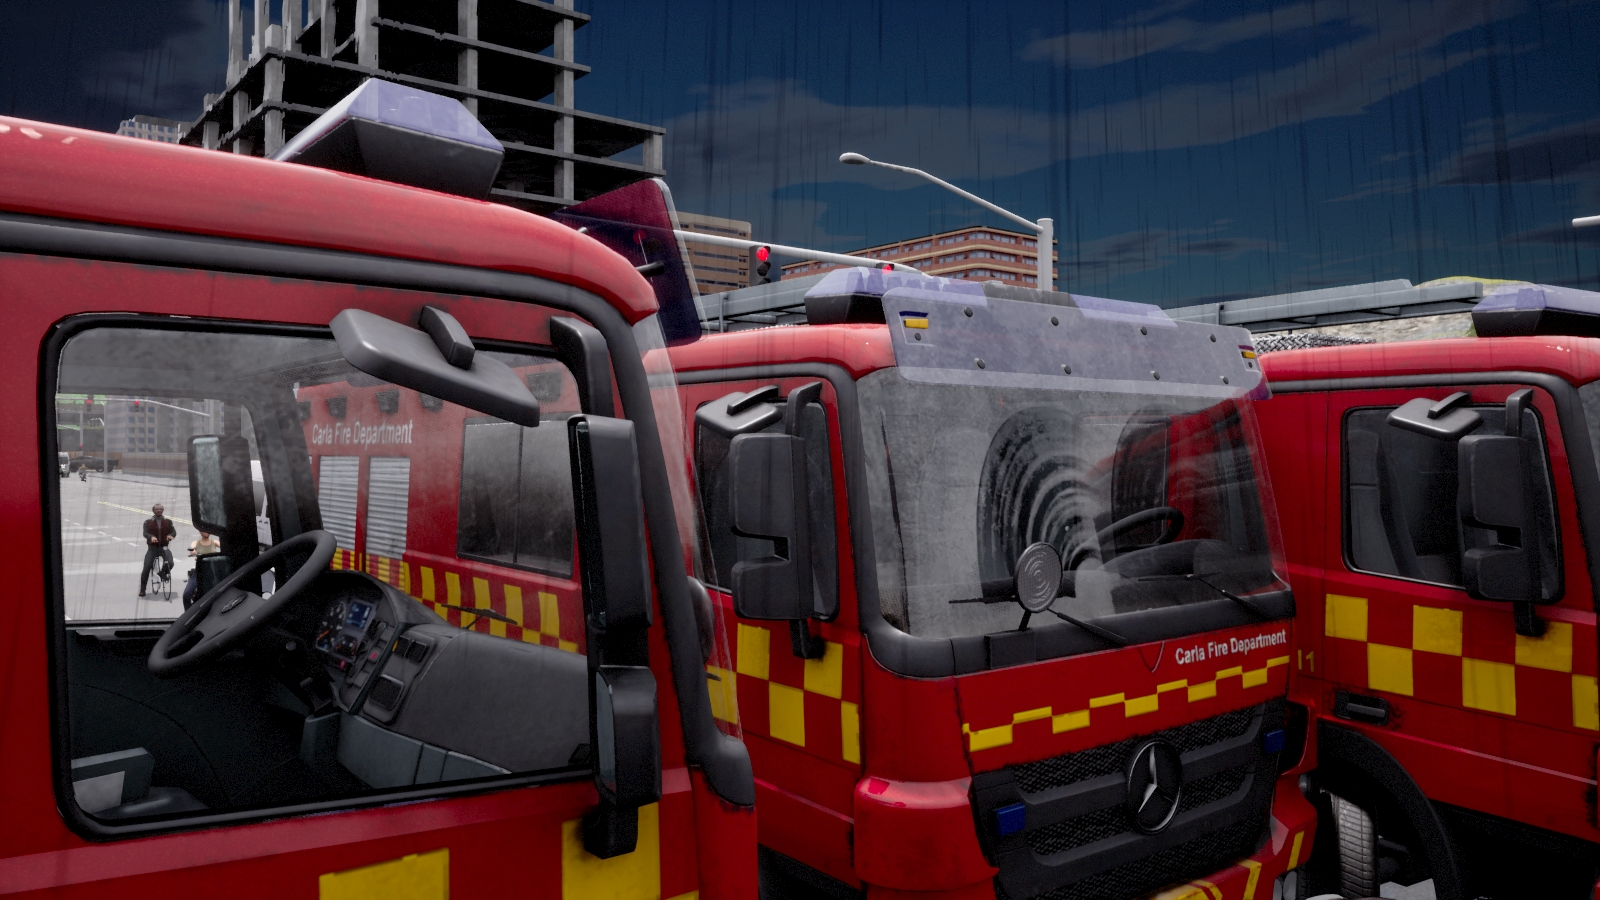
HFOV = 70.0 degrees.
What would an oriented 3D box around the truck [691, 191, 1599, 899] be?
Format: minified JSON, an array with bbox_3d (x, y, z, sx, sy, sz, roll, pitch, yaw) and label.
[{"bbox_3d":[2.348,0.890,8.605,2.891,3.827,8.468,0,0,-31],"label":"truck"}]

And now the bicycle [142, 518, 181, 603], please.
[{"bbox_3d":[-12.095,2.060,21.614,0.329,1.471,1.835,0,0,-39],"label":"bicycle"}]

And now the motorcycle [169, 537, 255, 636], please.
[{"bbox_3d":[-9.533,2.155,18.464,0.764,1.307,2.356,0,0,-39],"label":"motorcycle"}]

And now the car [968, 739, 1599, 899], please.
[{"bbox_3d":[2.437,2.065,3.109,1.970,1.475,3.806,0,0,-30],"label":"car"}]

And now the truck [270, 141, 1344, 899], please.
[{"bbox_3d":[-1.099,0.890,8.003,2.891,3.827,8.468,0,0,-38],"label":"truck"}]
